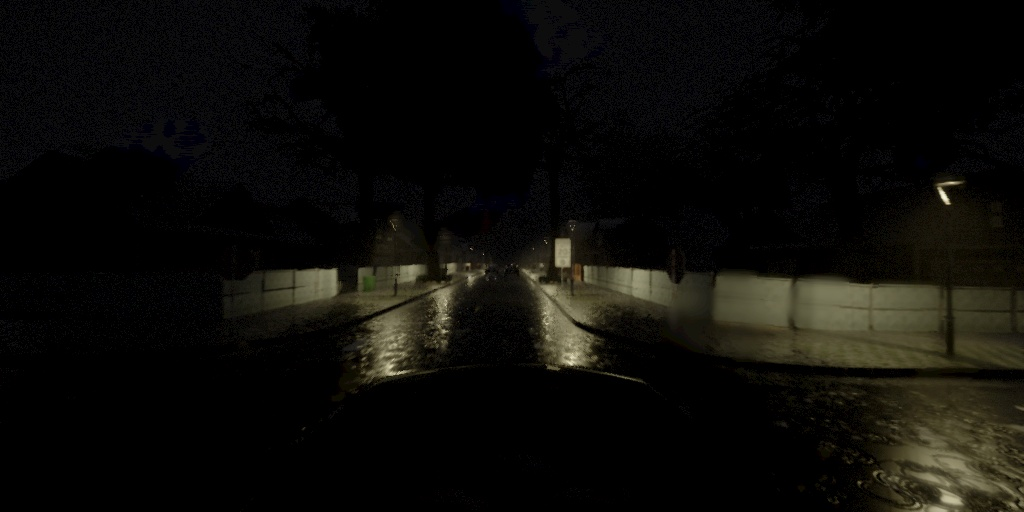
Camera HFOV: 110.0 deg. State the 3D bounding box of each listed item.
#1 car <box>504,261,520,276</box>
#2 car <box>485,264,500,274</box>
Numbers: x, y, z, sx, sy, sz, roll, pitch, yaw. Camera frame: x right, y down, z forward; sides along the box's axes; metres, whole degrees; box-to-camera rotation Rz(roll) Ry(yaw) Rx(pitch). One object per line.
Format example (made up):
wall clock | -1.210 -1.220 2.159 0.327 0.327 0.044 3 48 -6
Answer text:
car | -0.007 1.729 45.463 2.128 1.511 4.902 0 -1 0
car | -2.759 1.821 51.296 2.128 1.511 4.902 0 -1 0
